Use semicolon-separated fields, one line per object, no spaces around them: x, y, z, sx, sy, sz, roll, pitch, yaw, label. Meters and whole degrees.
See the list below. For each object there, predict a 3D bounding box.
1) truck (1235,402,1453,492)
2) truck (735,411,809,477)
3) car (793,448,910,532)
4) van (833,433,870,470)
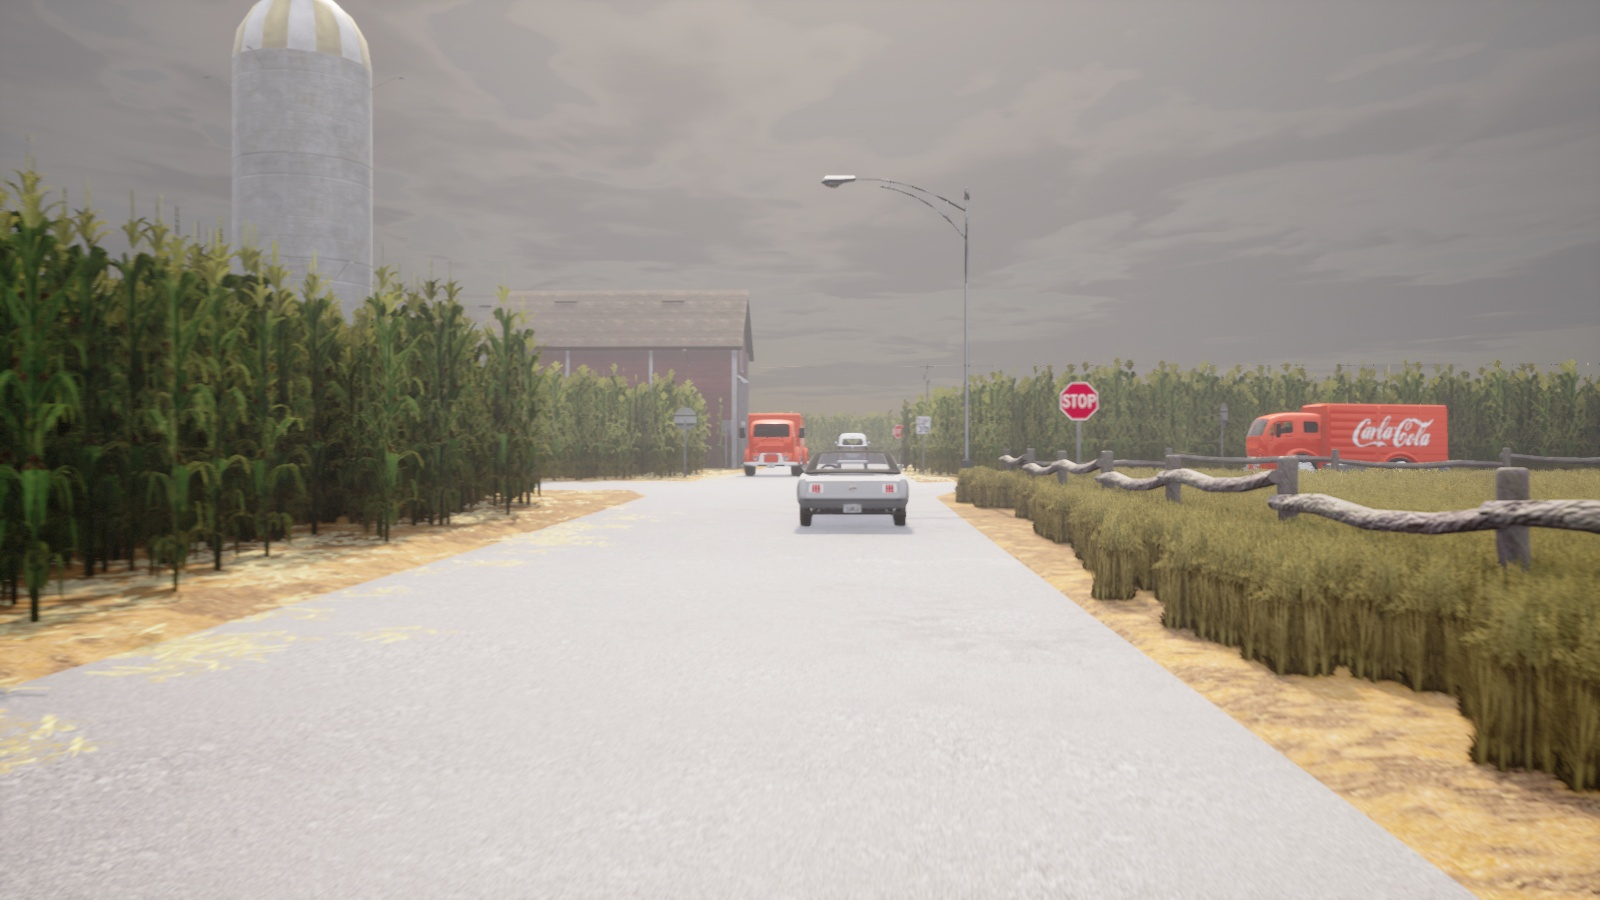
15.765;-0.090;36.690;5.204;2.467;2.627;1;0;2;truck
-1.053;-0.220;50.250;2.627;2.467;5.204;0;0;2;truck
0.929;0.646;22.757;1.895;1.301;4.718;0;1;2;car
2.939;0.064;71.971;2.069;2.038;4.480;0;0;2;van
